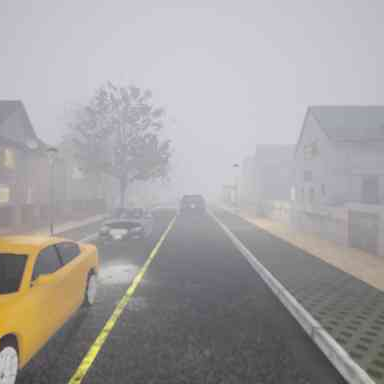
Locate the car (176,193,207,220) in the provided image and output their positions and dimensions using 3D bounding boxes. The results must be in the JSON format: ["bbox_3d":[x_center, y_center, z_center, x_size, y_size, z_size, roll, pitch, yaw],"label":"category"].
[{"bbox_3d":[0.045,1.180,27.987,2.150,2.045,5.566,0,0,0],"label":"car"}]

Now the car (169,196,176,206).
[{"bbox_3d":[-2.914,1.501,56.416,2.128,1.511,4.902,0,0,0],"label":"car"}]

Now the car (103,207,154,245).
[{"bbox_3d":[-2.867,1.461,15.323,2.128,1.511,4.902,0,0,0],"label":"car"}]

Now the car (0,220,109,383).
[{"bbox_3d":[-2.857,1.468,5.025,1.882,1.535,5.008,0,0,0],"label":"car"}]

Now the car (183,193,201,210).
[{"bbox_3d":[0.011,1.194,43.201,2.150,2.045,5.566,0,0,0],"label":"car"}]
